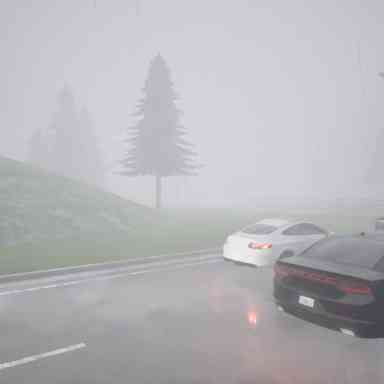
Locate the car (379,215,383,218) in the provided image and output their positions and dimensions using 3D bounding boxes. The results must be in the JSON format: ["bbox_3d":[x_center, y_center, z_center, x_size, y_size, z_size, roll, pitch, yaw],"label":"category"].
[{"bbox_3d":[10.444,1.491,15.539,4.902,1.511,2.128,0,0,-35],"label":"car"}]

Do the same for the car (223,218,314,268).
[{"bbox_3d":[3.032,1.526,10.228,4.674,1.442,1.812,0,0,-36],"label":"car"}]

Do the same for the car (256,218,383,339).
[{"bbox_3d":[3.715,1.478,6.411,5.008,1.535,1.882,0,0,-36],"label":"car"}]
